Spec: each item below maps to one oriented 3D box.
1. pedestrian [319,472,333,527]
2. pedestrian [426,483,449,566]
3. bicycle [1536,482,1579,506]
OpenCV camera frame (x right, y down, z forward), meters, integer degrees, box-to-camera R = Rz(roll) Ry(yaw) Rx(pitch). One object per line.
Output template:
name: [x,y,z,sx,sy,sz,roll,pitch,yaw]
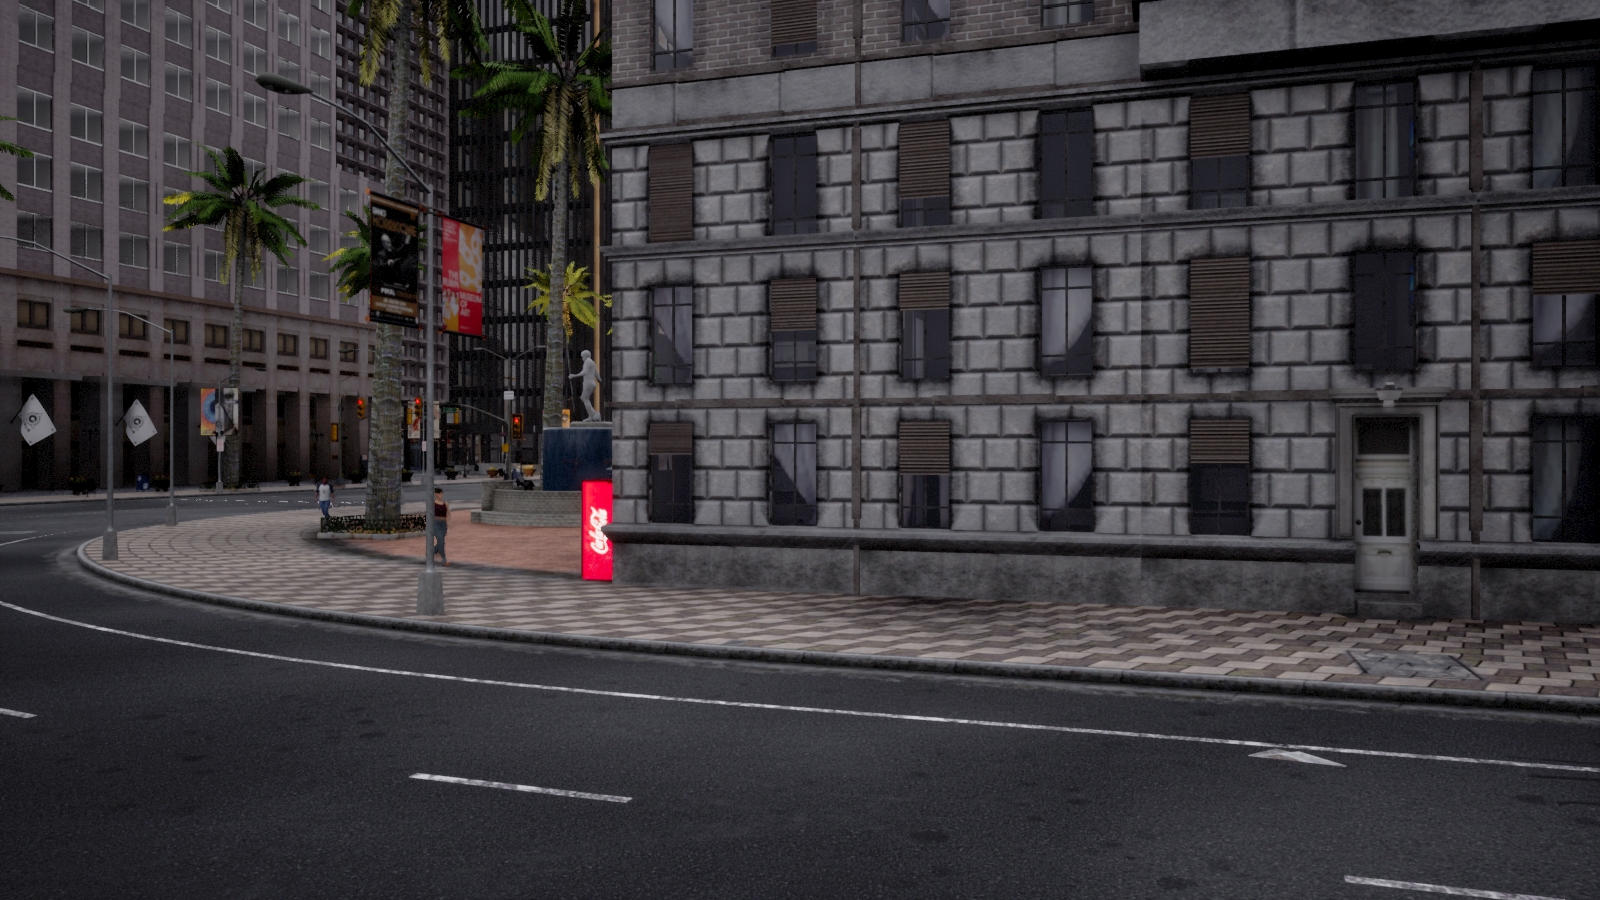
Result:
pedestrian: [-16.213,1.696,39.111,0.375,1.860,0.375,0,0,-10]
pedestrian: [-8.250,1.696,26.036,0.375,1.860,0.375,0,0,-43]
bicycle: [38.703,2.245,58.358,0.329,1.171,1.835,7,-4,-29]
